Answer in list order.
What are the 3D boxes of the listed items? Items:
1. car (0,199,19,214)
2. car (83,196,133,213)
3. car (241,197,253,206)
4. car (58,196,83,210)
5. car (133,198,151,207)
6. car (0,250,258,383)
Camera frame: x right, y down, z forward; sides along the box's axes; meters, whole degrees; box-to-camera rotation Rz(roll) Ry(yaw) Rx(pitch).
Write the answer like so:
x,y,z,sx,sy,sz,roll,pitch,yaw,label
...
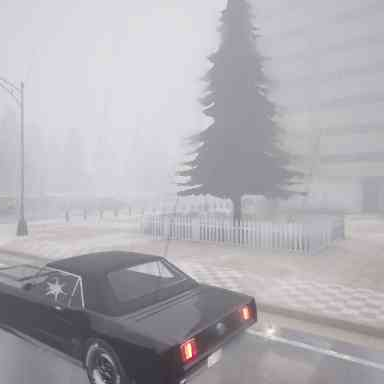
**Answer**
x,y,z,sx,sy,sz,roll,pitch,yaw,label
-20.406,1.478,33.896,1.882,1.535,5.008,0,0,36,car
-9.269,1.352,37.026,2.097,1.767,4.553,0,0,36,car
8.777,1.526,56.076,1.812,1.442,4.674,0,0,36,car
-14.505,1.352,42.068,2.097,1.767,4.553,0,0,36,car
-8.490,1.547,50.392,2.033,1.411,5.357,0,0,36,car
-1.538,1.601,5.108,4.718,1.301,1.895,0,0,36,car
